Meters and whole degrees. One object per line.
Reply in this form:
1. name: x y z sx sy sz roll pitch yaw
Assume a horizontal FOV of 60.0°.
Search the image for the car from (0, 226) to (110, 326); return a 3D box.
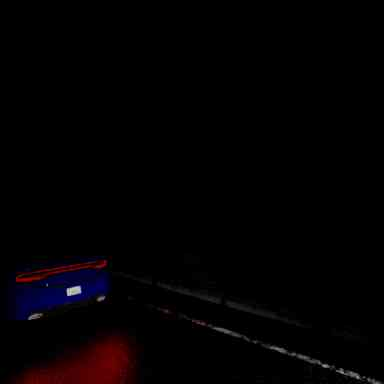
1. car: -3.767 1.476 7.150 5.008 1.535 1.882 0 0 43
